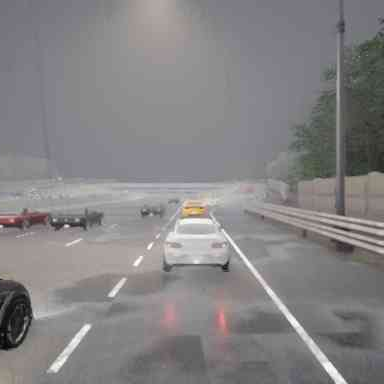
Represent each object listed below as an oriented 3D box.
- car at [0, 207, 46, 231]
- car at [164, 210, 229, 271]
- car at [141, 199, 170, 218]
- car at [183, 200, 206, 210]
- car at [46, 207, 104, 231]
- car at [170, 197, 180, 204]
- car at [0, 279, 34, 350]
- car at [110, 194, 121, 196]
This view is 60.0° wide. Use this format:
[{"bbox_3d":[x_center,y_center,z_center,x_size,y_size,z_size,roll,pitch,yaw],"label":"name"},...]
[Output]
[{"bbox_3d":[-10.355,1.585,20.280,1.895,1.301,4.718,0,0,0],"label":"car"},{"bbox_3d":[0.129,1.517,10.734,1.812,1.442,4.674,0,0,0],"label":"car"},{"bbox_3d":[-3.406,1.577,30.321,1.895,1.301,4.718,0,0,0],"label":"car"},{"bbox_3d":[0.211,1.455,28.757,1.882,1.535,5.008,0,0,1],"label":"car"},{"bbox_3d":[-6.855,1.585,20.438,1.895,1.301,4.718,0,0,0],"label":"car"},{"bbox_3d":[-3.286,1.553,62.800,1.895,1.301,4.718,0,0,0],"label":"car"},{"bbox_3d":[-3.498,1.563,3.576,1.994,1.385,4.181,0,0,0],"label":"car"},{"bbox_3d":[-20.859,1.318,92.984,1.812,1.442,4.674,0,0,0],"label":"car"}]
